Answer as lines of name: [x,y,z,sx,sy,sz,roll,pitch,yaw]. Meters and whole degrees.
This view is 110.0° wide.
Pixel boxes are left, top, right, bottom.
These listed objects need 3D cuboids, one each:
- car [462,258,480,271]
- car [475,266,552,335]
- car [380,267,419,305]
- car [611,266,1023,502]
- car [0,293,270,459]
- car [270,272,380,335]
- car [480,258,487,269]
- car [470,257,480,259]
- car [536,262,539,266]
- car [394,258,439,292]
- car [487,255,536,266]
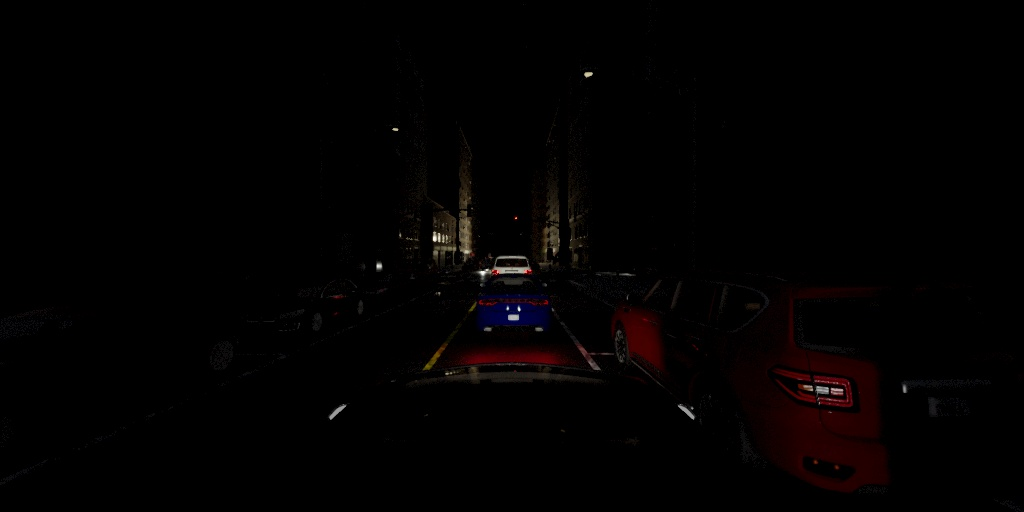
car: [-5.721,1.350,48.439,1.802,1.307,4.207,0,0,0]
car: [0.044,1.226,10.499,1.882,1.535,5.008,0,0,0]
car: [-5.683,1.330,15.857,1.802,1.307,4.207,0,0,0]
car: [2.855,1.064,4.724,2.192,1.841,5.009,0,0,0]
car: [-5.670,1.294,4.692,1.888,1.381,4.507,0,0,0]
car: [-5.676,1.299,10.274,2.007,1.370,4.403,0,0,0]
car: [-3.154,1.295,48.980,1.812,1.442,4.674,0,0,-3]
car: [-5.728,1.089,54.004,2.192,1.841,5.009,0,0,0]
car: [2.804,1.350,48.476,1.802,1.307,4.207,0,0,0]
car: [-5.689,1.064,21.439,2.192,1.841,5.009,0,0,0]
car: [-0.016,0.971,20.159,2.150,2.045,5.566,0,0,0]
